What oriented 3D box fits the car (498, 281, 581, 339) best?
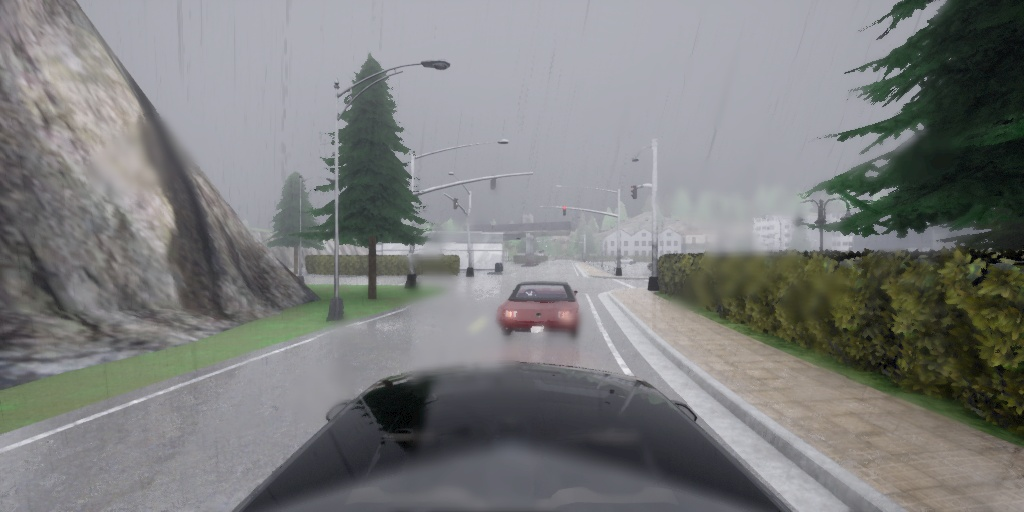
[{"bbox_3d":[0.921,1.351,10.183,1.895,1.301,4.718,0,0,8],"label":"car"}]
